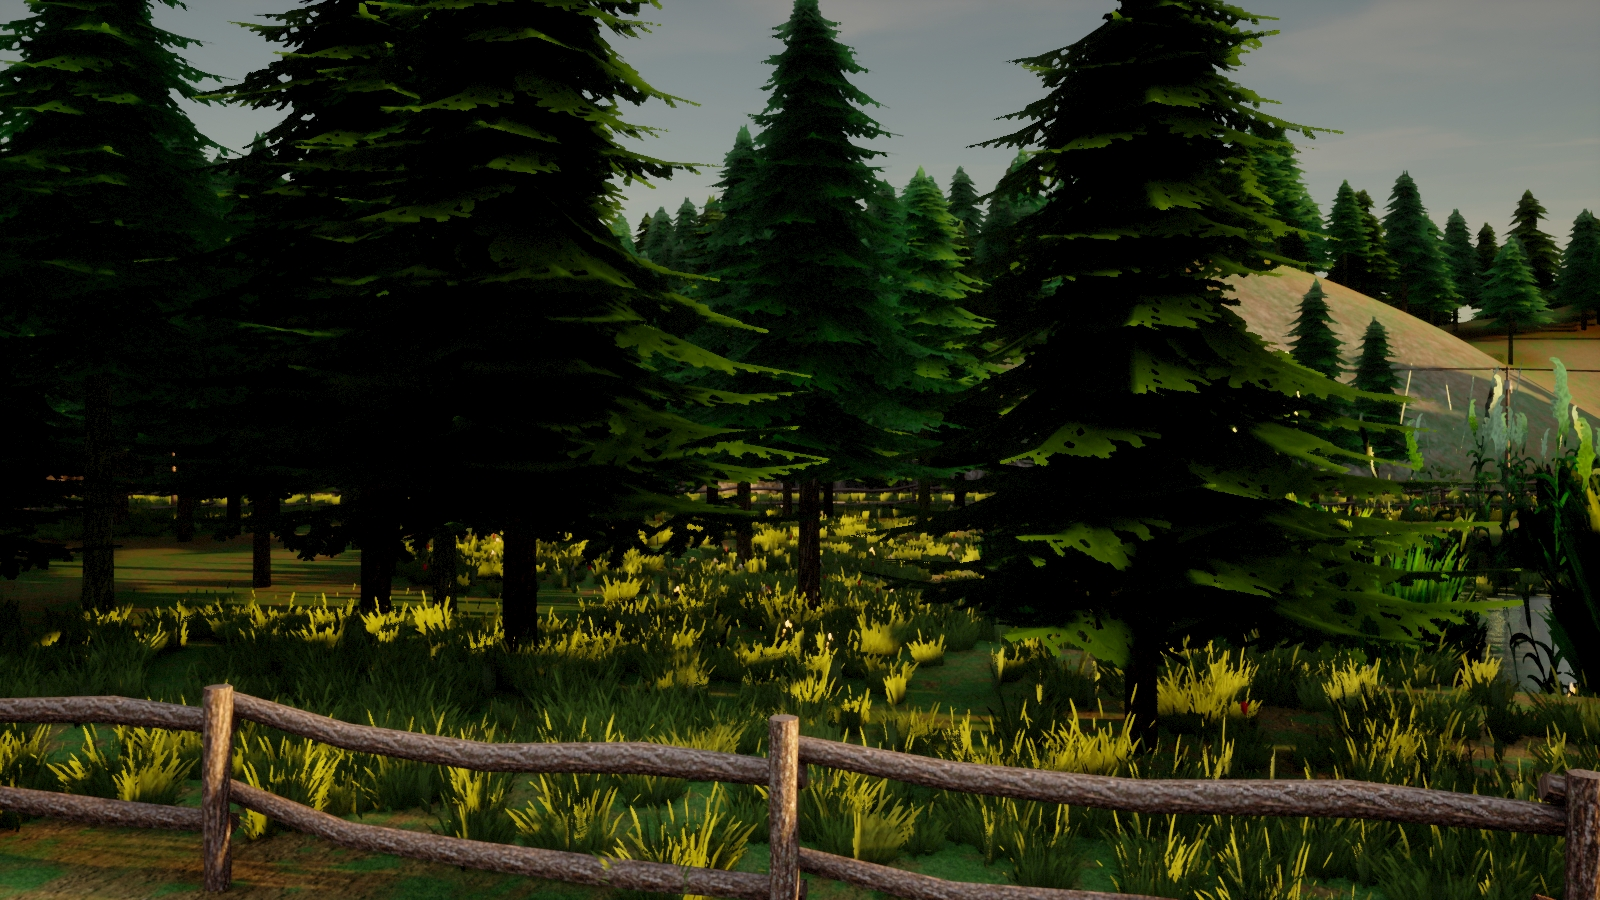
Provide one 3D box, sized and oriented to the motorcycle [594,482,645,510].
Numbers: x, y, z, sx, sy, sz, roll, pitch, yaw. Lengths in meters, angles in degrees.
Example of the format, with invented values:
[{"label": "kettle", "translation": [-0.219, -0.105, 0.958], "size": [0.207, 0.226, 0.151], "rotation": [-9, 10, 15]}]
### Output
[{"label": "motorcycle", "translation": [-8.536, 2.178, 54.108], "size": [2.209, 1.251, 0.867], "rotation": [0, 0, 14]}]
